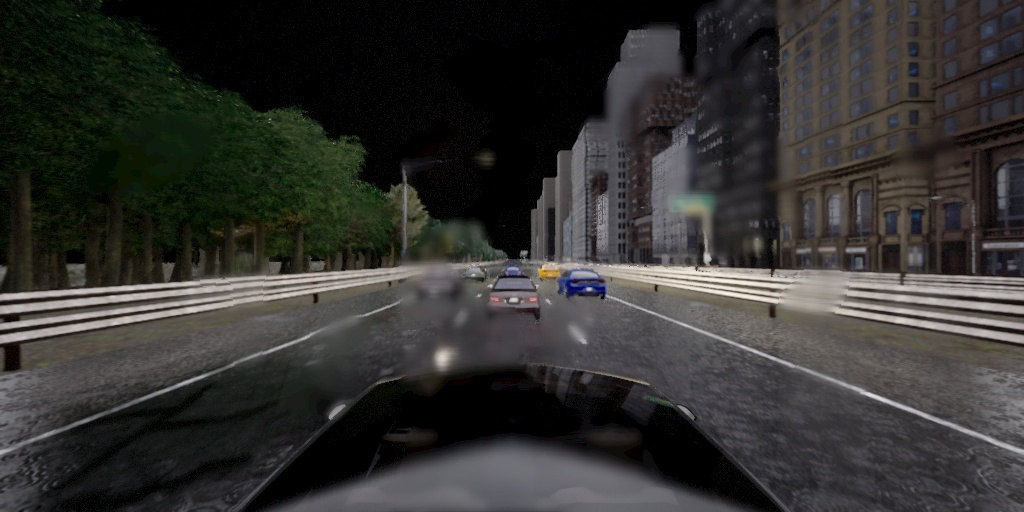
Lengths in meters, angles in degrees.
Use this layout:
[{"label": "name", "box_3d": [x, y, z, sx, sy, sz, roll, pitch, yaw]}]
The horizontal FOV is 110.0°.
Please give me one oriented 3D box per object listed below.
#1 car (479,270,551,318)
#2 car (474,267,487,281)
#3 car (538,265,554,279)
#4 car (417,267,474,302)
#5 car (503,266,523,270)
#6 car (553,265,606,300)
[{"label": "car", "box_3d": [0.087, 1.432, 13.547, 2.033, 1.411, 5.357, 0, -1, 0]}, {"label": "car", "box_3d": [-3.403, 1.685, 33.886, 1.994, 1.385, 4.181, 0, -1, 0]}, {"label": "car", "box_3d": [3.599, 1.612, 35.084, 1.882, 1.535, 5.008, 0, -1, 0]}, {"label": "car", "box_3d": [-3.406, 1.429, 18.155, 2.128, 1.511, 4.902, 0, -1, 0]}, {"label": "car", "box_3d": [0.100, 1.652, 34.410, 1.812, 1.442, 4.674, 0, -1, 0]}, {"label": "car", "box_3d": [3.596, 1.427, 19.168, 1.882, 1.535, 5.008, 0, -1, 0]}]
